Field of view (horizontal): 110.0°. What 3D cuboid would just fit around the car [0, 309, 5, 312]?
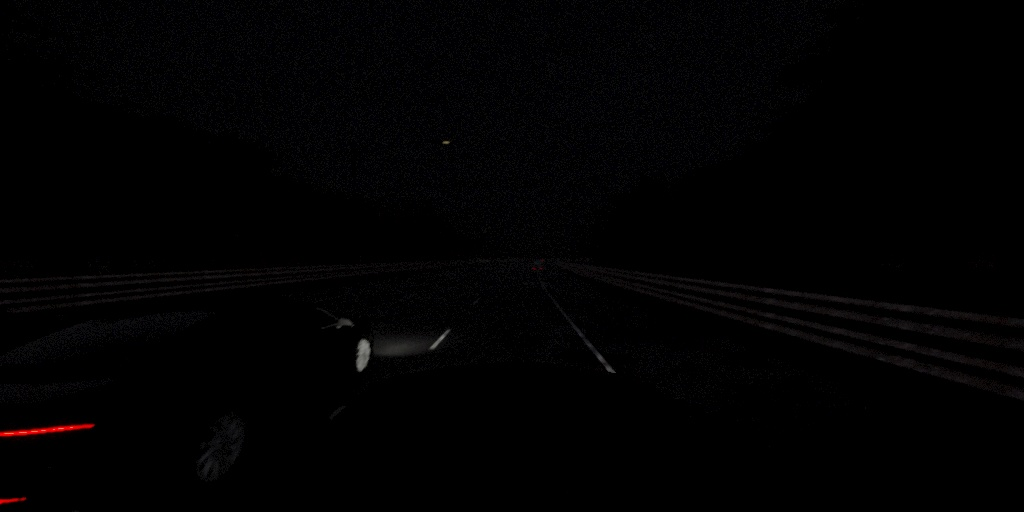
[{"bbox_3d":[-6.873,1.070,3.770,2.097,1.767,4.553,0,0,0],"label":"car"}]

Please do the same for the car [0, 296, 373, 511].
[{"bbox_3d":[-3.374,1.245,4.463,1.837,1.490,4.892,0,0,0],"label":"car"}]
